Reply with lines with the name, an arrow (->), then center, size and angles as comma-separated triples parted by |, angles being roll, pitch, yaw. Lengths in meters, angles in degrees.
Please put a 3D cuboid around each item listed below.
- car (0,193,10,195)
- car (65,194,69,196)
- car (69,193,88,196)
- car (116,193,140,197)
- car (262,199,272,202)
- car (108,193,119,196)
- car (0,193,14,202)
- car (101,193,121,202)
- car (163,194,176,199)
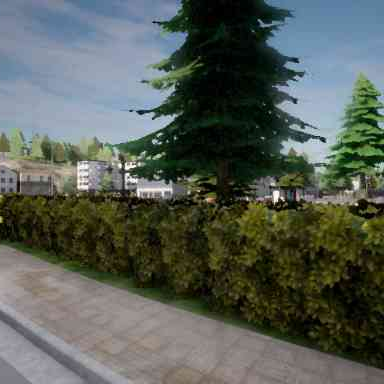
car -> -23.122, 1.330, 40.952 | 5.027, 1.636, 2.152 | 0, 0, -45
car -> -31.208, 1.232, 85.629 | 3.806, 1.475, 1.970 | 0, 0, -45
car -> -26.486, 1.154, 81.271 | 5.027, 1.636, 2.152 | 0, 0, -45
car -> -9.685, 1.384, 53.909 | 3.806, 1.475, 1.970 | 0, 0, -45
car -> 9.908, 1.478, 44.353 | 5.008, 1.535, 1.882 | 0, 0, -45
car -> -15.205, 1.097, 70.344 | 4.605, 1.855, 1.932 | 0, 0, -45
car -> -41.101, 1.097, 71.348 | 4.605, 1.855, 1.932 | 0, 0, -45
car -> -17.533, 1.077, 72.131 | 3.866, 1.878, 1.905 | 0, 0, -45
car -> -2.229, 1.221, 37.447 | 5.566, 2.045, 2.150 | 0, 0, -45
